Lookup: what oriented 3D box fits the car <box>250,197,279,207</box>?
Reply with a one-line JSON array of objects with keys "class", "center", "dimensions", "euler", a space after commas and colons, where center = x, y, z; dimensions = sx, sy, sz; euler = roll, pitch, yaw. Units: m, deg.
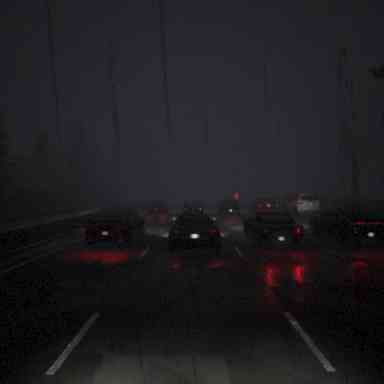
[{"class": "car", "center": [7.094, 1.306, 32.923], "dimensions": [2.097, 1.767, 4.553], "euler": [0, 0, 0]}]

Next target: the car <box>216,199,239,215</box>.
[{"class": "car", "center": [3.593, 1.458, 33.251], "dimensions": [1.837, 1.490, 4.892], "euler": [0, 0, 0]}]

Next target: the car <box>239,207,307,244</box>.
[{"class": "car", "center": [3.597, 1.579, 15.569], "dimensions": [1.895, 1.301, 4.718], "euler": [0, 0, 0]}]

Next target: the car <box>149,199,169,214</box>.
[{"class": "car", "center": [-3.421, 1.477, 34.244], "dimensions": [1.812, 1.442, 4.674], "euler": [0, 0, 0]}]

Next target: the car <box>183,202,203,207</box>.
[{"class": "car", "center": [0.094, 1.556, 31.650], "dimensions": [1.895, 1.301, 4.718], "euler": [0, 0, 0]}]

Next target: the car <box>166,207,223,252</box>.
[{"class": "car", "center": [0.097, 1.544, 13.862], "dimensions": [1.994, 1.385, 4.181], "euler": [0, 0, 0]}]

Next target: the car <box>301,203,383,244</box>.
[{"class": "car", "center": [7.097, 1.470, 15.610], "dimensions": [2.128, 1.511, 4.902], "euler": [0, 0, 0]}]

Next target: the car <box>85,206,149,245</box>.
[{"class": "car", "center": [-3.403, 1.455, 15.459], "dimensions": [1.882, 1.535, 5.008], "euler": [0, 0, 0]}]

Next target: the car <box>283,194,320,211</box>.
[{"class": "car", "center": [10.593, 1.176, 32.320], "dimensions": [2.150, 2.045, 5.566], "euler": [0, 0, 0]}]
